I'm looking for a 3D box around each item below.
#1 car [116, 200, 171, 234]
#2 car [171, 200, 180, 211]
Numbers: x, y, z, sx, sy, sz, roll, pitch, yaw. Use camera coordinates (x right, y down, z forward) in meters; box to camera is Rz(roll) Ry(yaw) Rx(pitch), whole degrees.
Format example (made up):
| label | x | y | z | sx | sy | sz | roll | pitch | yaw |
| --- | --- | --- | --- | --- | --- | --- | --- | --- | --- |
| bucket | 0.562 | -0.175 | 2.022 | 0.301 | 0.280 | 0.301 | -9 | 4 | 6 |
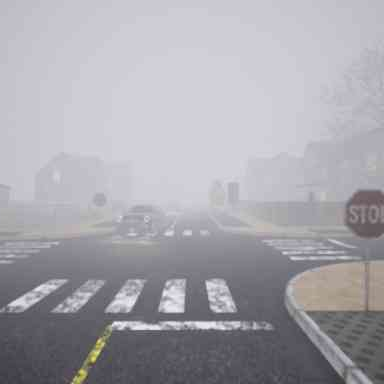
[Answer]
| label | x | y | z | sx | sy | sz | roll | pitch | yaw |
| --- | --- | --- | --- | --- | --- | --- | --- | --- | --- |
| car | -2.977 | 1.503 | 20.341 | 2.097 | 1.767 | 4.553 | -1 | -1 | 8 |
| car | -2.739 | 1.914 | 47.000 | 2.128 | 1.511 | 4.902 | 0 | -1 | 0 |
